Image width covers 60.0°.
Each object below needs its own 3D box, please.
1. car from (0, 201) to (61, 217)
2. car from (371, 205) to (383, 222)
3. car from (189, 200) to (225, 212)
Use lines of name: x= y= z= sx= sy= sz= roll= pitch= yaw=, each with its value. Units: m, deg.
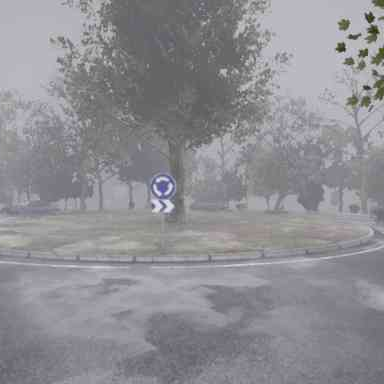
car: x=-15.402 y=1.556 z=32.091 sx=2.033 sy=1.411 sz=5.357 roll=0 pitch=0 yaw=31
car: x=14.324 y=1.498 z=23.181 sx=2.128 sy=1.511 sz=4.902 roll=0 pitch=0 yaw=4
car: x=1.755 y=1.574 z=39.129 sx=4.181 sy=1.385 sz=1.994 roll=0 pitch=0 yaw=14
